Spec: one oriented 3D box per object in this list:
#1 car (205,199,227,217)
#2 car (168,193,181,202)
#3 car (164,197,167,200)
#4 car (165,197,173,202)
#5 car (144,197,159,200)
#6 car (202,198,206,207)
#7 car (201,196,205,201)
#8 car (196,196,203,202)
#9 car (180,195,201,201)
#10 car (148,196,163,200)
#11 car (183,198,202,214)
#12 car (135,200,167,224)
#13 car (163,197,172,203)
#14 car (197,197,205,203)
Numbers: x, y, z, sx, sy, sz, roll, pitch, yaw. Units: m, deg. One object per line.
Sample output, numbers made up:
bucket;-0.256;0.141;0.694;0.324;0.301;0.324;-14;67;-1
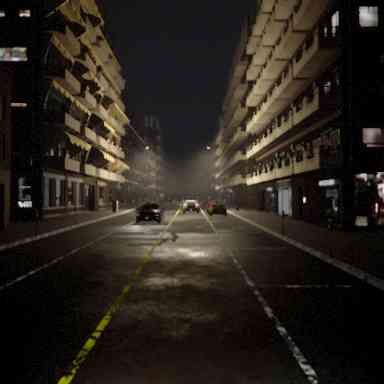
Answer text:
car;2.536;1.674;33.243;1.752;1.417;4.829;1;0;0
car;-3.336;1.248;67.503;2.150;2.045;5.566;0;0;0
car;-5.951;1.565;55.356;2.192;1.841;5.009;1;0;0
car;-6.121;1.968;88.781;1.947;1.339;4.313;1;0;0
car;-5.899;1.766;44.213;1.947;1.339;4.313;1;0;0
car;2.508;1.755;38.644;1.802;1.307;4.206;1;0;0
car;2.425;1.831;55.357;1.802;1.307;4.206;1;0;0
car;2.212;1.971;94.354;1.887;1.381;4.507;1;0;0
car;-0.215;1.569;48.119;2.097;1.767;4.553;0;0;0
car;-5.923;1.540;49.785;2.192;1.841;5.009;1;0;0
car;-0.103;1.698;38.279;1.812;1.442;4.674;0;0;0
car;-3.233;1.623;26.156;1.837;1.490;4.892;0;0;0
car;-6.091;1.901;83.040;1.752;1.417;4.829;1;0;0
car;2.294;1.901;83.382;1.752;1.417;4.829;1;0;0
